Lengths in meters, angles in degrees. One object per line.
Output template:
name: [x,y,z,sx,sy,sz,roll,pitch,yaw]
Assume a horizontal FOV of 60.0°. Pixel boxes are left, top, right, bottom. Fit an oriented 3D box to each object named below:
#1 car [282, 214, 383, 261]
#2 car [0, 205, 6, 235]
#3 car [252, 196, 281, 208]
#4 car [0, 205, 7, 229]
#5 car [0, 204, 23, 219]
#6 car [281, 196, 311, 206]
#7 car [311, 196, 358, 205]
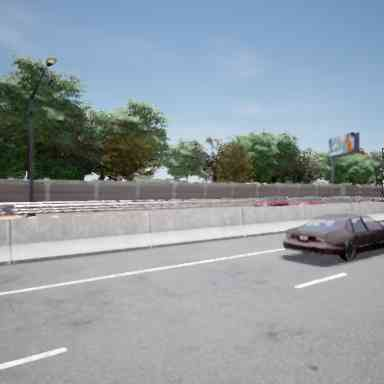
car: [5.606,1.498,12.037,5.357,1.411,2.033,0,0,-35]
car: [-12.274,1.492,16.734,4.902,1.511,2.128,0,0,-35]
car: [8.594,1.244,35.895,4.553,1.767,2.097,0,0,-35]
car: [-14.161,1.547,19.684,5.357,1.411,2.033,0,0,-36]
car: [-9.700,1.350,14.271,4.553,1.767,2.097,0,0,-36]
car: [11.591,1.242,33.721,4.553,1.767,2.097,0,0,-35]
car: [13.621,1.242,30.870,4.553,1.767,2.097,0,0,-35]
